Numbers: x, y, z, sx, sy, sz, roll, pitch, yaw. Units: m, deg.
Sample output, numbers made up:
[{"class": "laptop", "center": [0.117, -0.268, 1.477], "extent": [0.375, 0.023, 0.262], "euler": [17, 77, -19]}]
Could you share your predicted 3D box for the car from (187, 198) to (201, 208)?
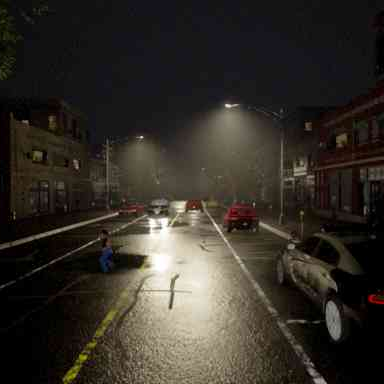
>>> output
[{"class": "car", "center": [0.283, 1.552, 47.996], "extent": [1.994, 1.385, 4.181], "euler": [0, 0, 0]}]

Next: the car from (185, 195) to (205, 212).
[{"class": "car", "center": [0.247, 1.468, 37.781], "extent": [1.882, 1.535, 5.008], "euler": [0, 0, 1]}]

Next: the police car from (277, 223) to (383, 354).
[{"class": "police car", "center": [3.026, 1.424, 6.459], "extent": [1.930, 1.638, 5.238], "euler": [0, 0, 0]}]

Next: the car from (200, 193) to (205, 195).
[{"class": "car", "center": [2.980, 1.526, 69.386], "extent": [1.887, 1.381, 4.507], "euler": [-1, 0, 0]}]

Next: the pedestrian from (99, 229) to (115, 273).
[{"class": "pedestrian", "center": [-2.326, 1.572, 9.205], "extent": [0.375, 1.300, 0.375], "euler": [-1, 1, -3]}]

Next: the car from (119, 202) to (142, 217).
[{"class": "car", "center": [-5.564, 1.574, 30.613], "extent": [1.802, 1.307, 4.206], "euler": [0, 0, 0]}]

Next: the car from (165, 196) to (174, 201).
[{"class": "car", "center": [-5.354, 1.560, 80.509], "extent": [1.802, 1.307, 4.206], "euler": [0, 0, 0]}]

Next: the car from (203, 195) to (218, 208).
[{"class": "car", "center": [2.887, 1.513, 47.380], "extent": [1.752, 1.417, 4.829], "euler": [-1, 0, 0]}]

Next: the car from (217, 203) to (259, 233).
[{"class": "car", "center": [2.769, 1.540, 19.490], "extent": [1.887, 1.381, 4.507], "euler": [-1, 0, 0]}]

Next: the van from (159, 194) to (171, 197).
[{"class": "van", "center": [-5.426, 1.324, 63.877], "extent": [1.690, 1.788, 3.998], "euler": [0, 0, 0]}]

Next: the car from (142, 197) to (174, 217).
[{"class": "car", "center": [-2.971, 1.484, 30.856], "extent": [2.128, 1.511, 4.902], "euler": [0, 0, 0]}]
